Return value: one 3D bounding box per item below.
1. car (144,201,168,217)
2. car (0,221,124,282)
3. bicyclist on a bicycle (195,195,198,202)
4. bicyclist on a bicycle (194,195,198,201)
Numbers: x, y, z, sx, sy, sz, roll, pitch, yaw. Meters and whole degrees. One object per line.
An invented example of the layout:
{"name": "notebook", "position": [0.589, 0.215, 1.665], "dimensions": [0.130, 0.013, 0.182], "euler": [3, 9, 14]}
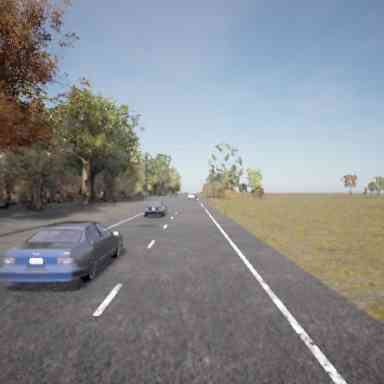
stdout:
{"name": "car", "position": [-3.397, 1.565, 31.880], "dimensions": [2.033, 1.411, 5.357], "euler": [0, 0, 0]}
{"name": "car", "position": [-3.404, 1.553, 9.780], "dimensions": [2.033, 1.411, 5.357], "euler": [0, 0, 0]}
{"name": "bicyclist on a bicycle", "position": [0.969, 1.496, 74.557], "dimensions": [0.582, 1.620, 1.656], "euler": [0, 0, 0]}
{"name": "bicyclist on a bicycle", "position": [0.965, 1.485, 83.556], "dimensions": [0.866, 1.612, 1.509], "euler": [0, 0, 0]}
